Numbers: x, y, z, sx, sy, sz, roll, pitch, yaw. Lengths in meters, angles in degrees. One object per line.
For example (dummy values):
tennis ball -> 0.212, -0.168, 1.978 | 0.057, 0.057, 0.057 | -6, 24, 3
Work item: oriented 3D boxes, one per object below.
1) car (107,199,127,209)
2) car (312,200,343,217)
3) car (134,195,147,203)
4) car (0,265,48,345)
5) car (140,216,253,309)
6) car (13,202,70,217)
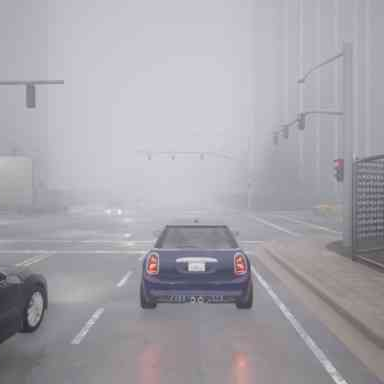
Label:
car -> -10.491, 1.600, 46.609 | 1.895, 1.301, 4.718 | 0, 0, 0
car -> 13.330, 1.422, 29.747 | 5.008, 1.535, 1.882 | -1, 0, 0
car -> -10.362, 1.348, 66.897 | 2.097, 1.767, 4.553 | 0, 0, 0
car -> -3.431, 1.505, 3.903 | 1.837, 1.490, 4.892 | 0, 0, 0
car -> 0.096, 1.352, 8.028 | 2.097, 1.767, 4.553 | 0, 0, 0
car -> -14.061, 1.564, 31.103 | 4.718, 1.301, 1.895 | 0, 0, -37
